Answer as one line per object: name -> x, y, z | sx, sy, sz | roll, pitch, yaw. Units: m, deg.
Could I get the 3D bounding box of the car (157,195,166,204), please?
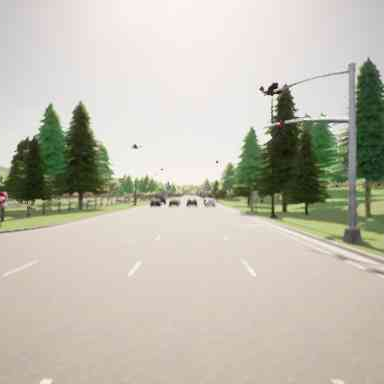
car -> -6.992, 1.717, 74.771 | 2.150, 2.045, 5.566 | 0, -1, 0

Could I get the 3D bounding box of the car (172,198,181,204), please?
car -> -3.492, 2.087, 74.767 | 1.895, 1.301, 4.718 | 0, -1, 0

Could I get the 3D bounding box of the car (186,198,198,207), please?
car -> 0.007, 1.923, 64.671 | 2.097, 1.767, 4.553 | 0, -1, 0

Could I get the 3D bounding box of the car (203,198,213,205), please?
car -> 3.508, 2.017, 74.737 | 2.128, 1.511, 4.902 | 0, -1, 0

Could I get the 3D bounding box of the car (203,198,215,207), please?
car -> 3.507, 2.097, 64.732 | 1.812, 1.442, 4.674 | 0, -1, 0

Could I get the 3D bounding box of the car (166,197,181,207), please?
car -> -3.493, 2.072, 64.317 | 1.837, 1.490, 4.892 | 0, -1, 0

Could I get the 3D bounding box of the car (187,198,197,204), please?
car -> 0.008, 2.044, 74.737 | 1.994, 1.385, 4.181 | 0, -1, 0

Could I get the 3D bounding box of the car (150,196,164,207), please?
car -> -6.993, 2.045, 64.317 | 1.882, 1.535, 5.008 | 0, -1, 0
